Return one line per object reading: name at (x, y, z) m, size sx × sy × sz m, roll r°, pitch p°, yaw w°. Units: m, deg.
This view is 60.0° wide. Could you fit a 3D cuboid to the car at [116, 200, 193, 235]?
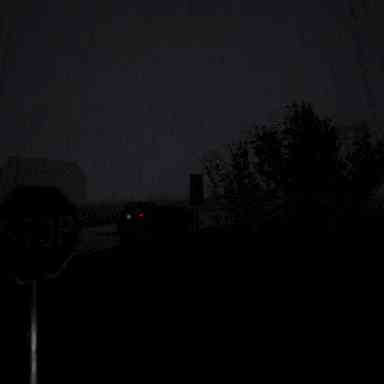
car at (-1.842, 1.190, 17.970) m, size 2.097 × 1.767 × 4.553 m, roll 0°, pitch 1°, yaw 36°
